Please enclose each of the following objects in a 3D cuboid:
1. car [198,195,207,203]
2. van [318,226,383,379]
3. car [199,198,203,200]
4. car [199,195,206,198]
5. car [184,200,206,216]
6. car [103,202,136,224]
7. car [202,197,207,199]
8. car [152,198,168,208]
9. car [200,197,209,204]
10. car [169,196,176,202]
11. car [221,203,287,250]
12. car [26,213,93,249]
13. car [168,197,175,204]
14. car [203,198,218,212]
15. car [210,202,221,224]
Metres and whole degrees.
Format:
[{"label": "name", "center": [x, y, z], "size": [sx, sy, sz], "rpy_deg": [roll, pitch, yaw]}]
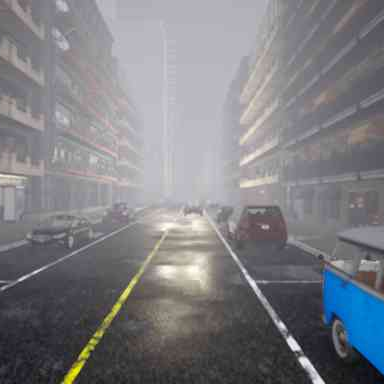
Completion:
[{"label": "car", "center": [2.843, 1.834, 88.573], "size": [2.192, 1.841, 5.009], "rpy_deg": [0, 0, 0]}, {"label": "van", "center": [2.698, 1.360, 3.338], "size": [1.690, 1.788, 3.998], "rpy_deg": [0, 0, 0]}, {"label": "car", "center": [0.183, 1.878, 48.814], "size": [1.895, 1.301, 4.718], "rpy_deg": [0, 0, 0]}, {"label": "car", "center": [2.804, 1.819, 65.842], "size": [1.967, 1.590, 4.097], "rpy_deg": [0, 0, 0]}, {"label": "car", "center": [0.159, 1.796, 34.801], "size": [1.895, 1.301, 4.718], "rpy_deg": [0, 0, 0]}, {"label": "car", "center": [-5.644, 1.586, 26.078], "size": [1.967, 1.590, 4.097], "rpy_deg": [0, 0, 0]}, {"label": "car", "center": [2.775, 1.827, 48.796], "size": [2.008, 1.369, 4.403], "rpy_deg": [0, 0, 0]}, {"label": "car", "center": [-5.595, 1.862, 54.490], "size": [2.008, 1.369, 4.403], "rpy_deg": [0, 0, 0]}, {"label": "car", "center": [2.824, 1.888, 77.207], "size": [1.967, 1.590, 4.097], "rpy_deg": [0, 0, 0]}, {"label": "car", "center": [-5.527, 1.996, 94.267], "size": [1.967, 1.590, 4.097], "rpy_deg": [0, 0, 0]}, {"label": "car", "center": [2.717, 1.396, 14.702], "size": [2.192, 1.841, 5.009], "rpy_deg": [0, 0, 0]}, {"label": "car", "center": [-5.664, 1.633, 14.714], "size": [2.008, 1.369, 4.403], "rpy_deg": [0, 0, 0]}, {"label": "car", "center": [-5.557, 2.031, 77.218], "size": [1.802, 1.307, 4.206], "rpy_deg": [0, 0, 0]}, {"label": "car", "center": [2.766, 1.794, 43.113], "size": [2.008, 1.369, 4.403], "rpy_deg": [0, 0, 0]}, {"label": "car", "center": [2.736, 1.711, 26.066], "size": [1.947, 1.339, 4.313], "rpy_deg": [0, 0, 0]}]
